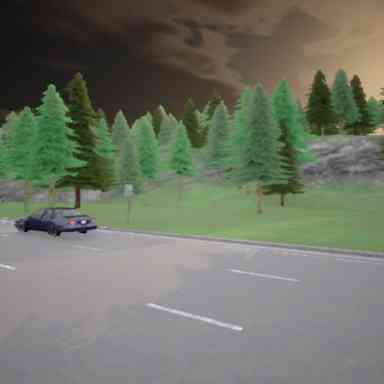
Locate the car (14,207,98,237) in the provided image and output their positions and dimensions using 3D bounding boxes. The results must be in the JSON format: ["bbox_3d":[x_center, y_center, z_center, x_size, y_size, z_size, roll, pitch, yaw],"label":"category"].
[{"bbox_3d":[-7.390,1.533,17.860,5.357,1.411,2.033,0,0,35],"label":"car"}]
